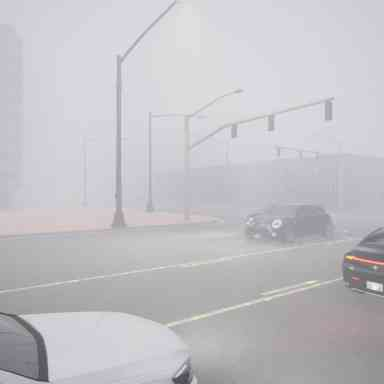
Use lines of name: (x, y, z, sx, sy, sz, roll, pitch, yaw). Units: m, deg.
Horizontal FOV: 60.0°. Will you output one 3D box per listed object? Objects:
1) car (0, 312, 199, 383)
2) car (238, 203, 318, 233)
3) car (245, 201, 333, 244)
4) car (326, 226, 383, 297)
car: (-2.103, 1.526, 2.248, 4.674, 1.442, 1.812, 0, 0, -35)
car: (5.431, 1.491, 20.704, 4.902, 1.511, 2.128, 0, 0, -35)
car: (4.685, 1.352, 15.886, 4.553, 1.767, 2.097, 0, 0, -35)
car: (5.376, 1.505, 7.574, 4.892, 1.490, 1.837, 0, 0, -35)
